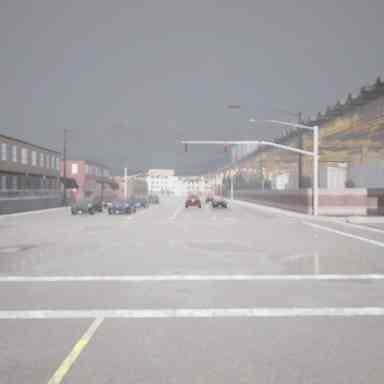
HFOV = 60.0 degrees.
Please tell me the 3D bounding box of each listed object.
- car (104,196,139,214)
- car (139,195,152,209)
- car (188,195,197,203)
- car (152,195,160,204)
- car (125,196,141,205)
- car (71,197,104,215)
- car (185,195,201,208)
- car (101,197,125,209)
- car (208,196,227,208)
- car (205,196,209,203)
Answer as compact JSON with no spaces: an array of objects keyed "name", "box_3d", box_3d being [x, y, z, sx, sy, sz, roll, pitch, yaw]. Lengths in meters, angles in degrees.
[{"name":"car","box_3d":[-7.054,1.300,33.753,2.097,1.767,4.553,0,0,0]},{"name":"car","box_3d":[-7.036,1.456,45.165,1.812,1.442,4.674,0,0,0]},{"name":"car","box_3d":[0.127,1.396,70.307,1.837,1.490,4.892,0,0,0]},{"name":"car","box_3d":[-6.992,1.259,59.317,2.097,1.767,4.553,0,0,1]},{"name":"car","box_3d":[-10.492,1.471,59.491,1.994,1.385,4.181,0,0,0]},{"name":"car","box_3d":[-10.554,1.300,33.628,2.097,1.767,4.553,0,0,0]},{"name":"car","box_3d":[0.156,1.279,47.221,2.097,1.767,4.553,0,0,0]},{"name":"car","box_3d":[-10.546,1.423,44.642,2.128,1.511,4.902,0,0,-1]},{"name":"car","box_3d":[3.653,1.529,45.983,1.895,1.301,4.718,0,0,0]},{"name":"car","box_3d":[3.602,1.444,66.500,2.033,1.411,5.357,0,0,1]}]
